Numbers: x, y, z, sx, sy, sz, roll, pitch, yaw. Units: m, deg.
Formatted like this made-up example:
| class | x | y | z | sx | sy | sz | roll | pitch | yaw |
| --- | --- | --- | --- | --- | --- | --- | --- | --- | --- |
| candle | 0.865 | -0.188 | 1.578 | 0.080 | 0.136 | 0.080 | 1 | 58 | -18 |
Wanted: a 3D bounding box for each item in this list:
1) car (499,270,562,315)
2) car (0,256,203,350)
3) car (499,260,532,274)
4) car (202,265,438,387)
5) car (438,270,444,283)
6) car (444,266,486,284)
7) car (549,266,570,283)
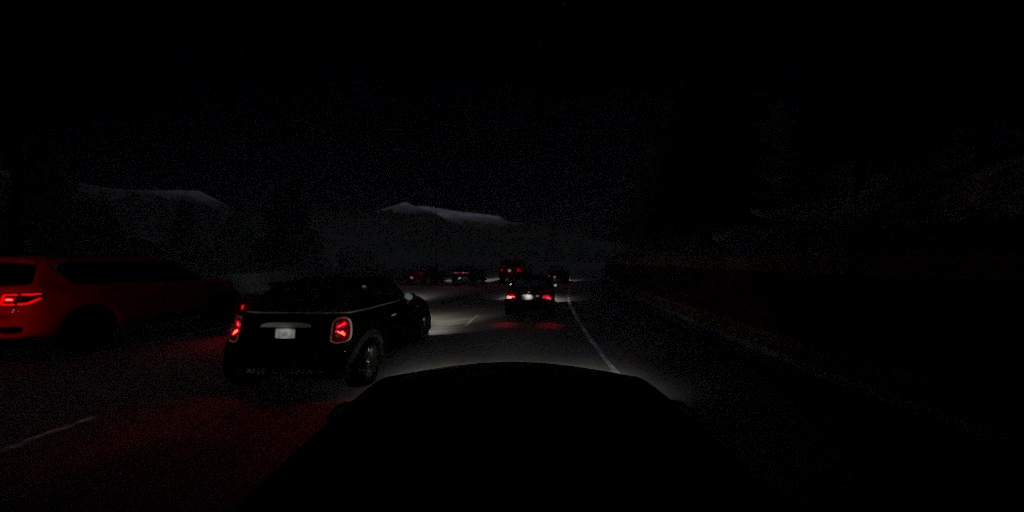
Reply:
| class | x | y | z | sx | sy | sz | roll | pitch | yaw |
| --- | --- | --- | --- | --- | --- | --- | --- | --- | --- |
| car | 0.812 | 1.454 | 14.433 | 2.033 | 1.411 | 5.357 | 0 | -1 | 6 |
| car | -10.099 | 1.028 | 9.388 | 2.150 | 2.045 | 5.566 | 0 | -1 | 3 |
| car | 0.421 | 1.347 | 32.597 | 2.150 | 2.045 | 5.566 | 0 | -1 | 14 |
| car | -3.174 | 1.158 | 7.262 | 2.097 | 1.767 | 4.553 | 0 | -1 | 2 |
| car | -7.260 | 1.546 | 30.200 | 1.882 | 1.535 | 5.008 | 0 | -1 | 12 |
| car | -3.617 | 1.577 | 30.542 | 2.128 | 1.511 | 4.902 | 0 | -1 | 12 |
| car | 4.294 | 1.678 | 33.658 | 1.812 | 1.442 | 4.674 | 0 | -1 | 14 |
